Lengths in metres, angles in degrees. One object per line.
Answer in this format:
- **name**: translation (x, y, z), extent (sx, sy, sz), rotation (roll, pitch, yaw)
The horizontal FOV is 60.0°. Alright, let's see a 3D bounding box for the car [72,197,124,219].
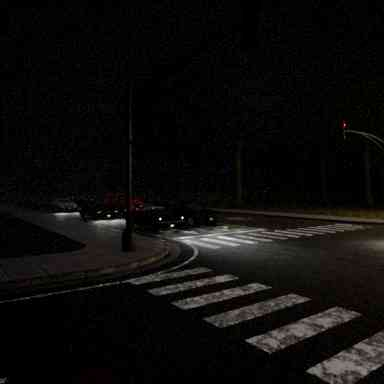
- **car**: translation (-8.031, 1.454, 28.044), extent (2.033, 1.411, 5.357), rotation (0, 0, -36)

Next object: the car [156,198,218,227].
- **car**: translation (-0.220, 1.410, 22.804), extent (1.882, 1.535, 5.008), rotation (0, 0, -35)

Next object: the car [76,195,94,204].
- **car**: translation (-19.720, 1.334, 61.081), extent (1.812, 1.442, 4.674), rotation (0, 0, -36)

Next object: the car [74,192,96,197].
- **car**: translation (-15.604, 1.187, 49.812), extent (2.097, 1.767, 4.553), rotation (0, 0, -35)

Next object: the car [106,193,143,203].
- **car**: translation (-6.454, 1.117, 31.401), extent (2.150, 2.045, 5.566), rotation (0, 0, -36)

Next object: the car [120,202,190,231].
- **car**: translation (-2.373, 1.542, 20.230), extent (1.895, 1.301, 4.718), rotation (0, 0, -36)

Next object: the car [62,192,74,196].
- **car**: translation (-21.414, 1.039, 57.734), extent (2.150, 2.045, 5.566), rotation (0, 0, -36)

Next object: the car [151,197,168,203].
- **car**: translation (-3.340, 1.362, 38.522), extent (2.128, 1.511, 4.902), rotation (0, 0, -36)

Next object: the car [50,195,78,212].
- **car**: translation (-14.065, 1.401, 36.375), extent (1.812, 1.442, 4.674), rotation (0, 0, -36)
